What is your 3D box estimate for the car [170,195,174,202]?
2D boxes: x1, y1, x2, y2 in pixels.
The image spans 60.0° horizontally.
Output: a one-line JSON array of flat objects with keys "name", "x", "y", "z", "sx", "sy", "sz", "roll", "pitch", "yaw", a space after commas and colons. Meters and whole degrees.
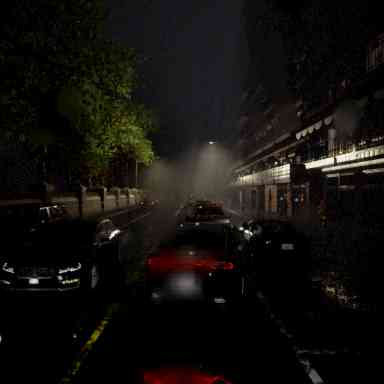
[{"name": "car", "x": -5.864, "y": 1.589, "z": 78.738, "sx": 1.752, "sy": 1.417, "sz": 4.829, "roll": 0, "pitch": 0, "yaw": 0}]

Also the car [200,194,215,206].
[{"name": "car", "x": 2.564, "y": 1.349, "z": 56.405, "sx": 2.192, "sy": 1.841, "sz": 5.009, "roll": 0, "pitch": 0, "yaw": 0}]

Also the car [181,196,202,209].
[{"name": "car", "x": -0.078, "y": 1.569, "z": 45.066, "sx": 2.033, "sy": 1.411, "sz": 5.357, "roll": 0, "pitch": 0, "yaw": 0}]

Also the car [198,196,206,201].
[{"name": "car", "x": 2.504, "y": 1.639, "z": 84.557, "sx": 1.947, "sy": 1.339, "sz": 4.313, "roll": 0, "pitch": 0, "yaw": 0}]

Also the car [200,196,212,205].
[{"name": "car", "x": 2.553, "y": 1.480, "z": 62.036, "sx": 1.967, "sy": 1.590, "sz": 4.097, "roll": 0, "pitch": 0, "yaw": 0}]

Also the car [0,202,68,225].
[{"name": "car", "x": -5.715, "y": 1.316, "z": 11.347, "sx": 2.192, "sy": 1.841, "sz": 5.009, "roll": 0, "pitch": 0, "yaw": 0}]

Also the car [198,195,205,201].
[{"name": "car", "x": 2.490, "y": 1.609, "z": 90.358, "sx": 1.752, "sy": 1.417, "sz": 4.829, "roll": 0, "pitch": 0, "yaw": 0}]

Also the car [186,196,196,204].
[{"name": "car", "x": -0.139, "y": 1.520, "z": 63.738, "sx": 1.882, "sy": 1.535, "sz": 5.008, "roll": 0, "pitch": 0, "yaw": 0}]

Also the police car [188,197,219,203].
[{"name": "police car", "x": 0.847, "y": 1.430, "z": 24.231, "sx": 1.930, "sy": 1.638, "sz": 5.238, "roll": 0, "pitch": 0, "yaw": 0}]

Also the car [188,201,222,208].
[{"name": "car", "x": 0.861, "y": 1.481, "z": 18.121, "sx": 1.882, "sy": 1.535, "sz": 5.008, "roll": 0, "pitch": 0, "yaw": 0}]

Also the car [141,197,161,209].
[{"name": "car", "x": -5.791, "y": 1.462, "z": 45.127, "sx": 1.967, "sy": 1.590, "sz": 4.097, "roll": 0, "pitch": 0, "yaw": 0}]

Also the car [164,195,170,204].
[{"name": "car", "x": -5.827, "y": 1.591, "z": 62.017, "sx": 2.008, "sy": 1.369, "sz": 4.403, "roll": 0, "pitch": 0, "yaw": 0}]

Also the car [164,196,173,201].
[{"name": "car", "x": -5.877, "y": 1.624, "z": 84.538, "sx": 2.008, "sy": 1.369, "sz": 4.403, "roll": 0, "pitch": 0, "yaw": 0}]

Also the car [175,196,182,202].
[{"name": "car", "x": -3.176, "y": 1.666, "z": 80.072, "sx": 1.895, "sy": 1.301, "sz": 4.718, "roll": 0, "pitch": 0, "yaw": 0}]

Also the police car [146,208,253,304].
[{"name": "police car", "x": 0.425, "y": 1.426, "z": 8.418, "sx": 1.930, "sy": 1.638, "sz": 5.238, "roll": 0, "pitch": 0, "yaw": 12}]

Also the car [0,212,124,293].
[{"name": "car", "x": -3.117, "y": 1.505, "z": 8.979, "sx": 1.837, "sy": 1.490, "sz": 4.892, "roll": 0, "pitch": 0, "yaw": 0}]

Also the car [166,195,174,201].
[{"name": "car", "x": -5.890, "y": 1.609, "z": 89.999, "sx": 1.752, "sy": 1.417, "sz": 4.829, "roll": 0, "pitch": 0, "yaw": 0}]

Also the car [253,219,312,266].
[{"name": "car", "x": 2.665, "y": 1.567, "z": 11.365, "sx": 1.947, "sy": 1.339, "sz": 4.313, "roll": 0, "pitch": 0, "yaw": 0}]

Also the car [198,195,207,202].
[{"name": "car", "x": 2.515, "y": 1.503, "z": 78.927, "sx": 1.967, "sy": 1.590, "sz": 4.097, "roll": 0, "pitch": 0, "yaw": 0}]

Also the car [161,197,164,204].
[{"name": "car", "x": -5.803, "y": 1.468, "z": 50.756, "sx": 1.967, "sy": 1.590, "sz": 4.097, "roll": 0, "pitch": 0, "yaw": 0}]
